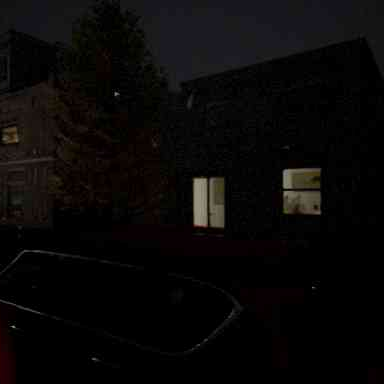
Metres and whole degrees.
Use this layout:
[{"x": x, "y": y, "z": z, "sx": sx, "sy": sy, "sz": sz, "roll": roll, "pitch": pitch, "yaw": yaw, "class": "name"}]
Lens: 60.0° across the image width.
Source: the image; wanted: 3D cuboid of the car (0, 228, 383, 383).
[{"x": -0.761, "y": 1.317, "z": 3.421, "sx": 5.009, "sy": 1.841, "sz": 2.192, "roll": 0, "pitch": 0, "yaw": 35, "class": "car"}]
